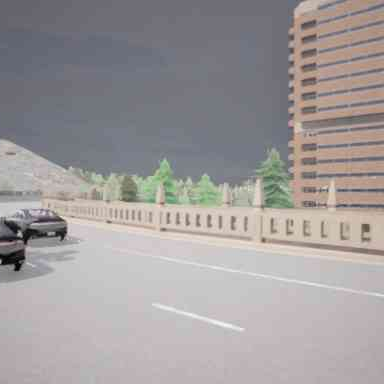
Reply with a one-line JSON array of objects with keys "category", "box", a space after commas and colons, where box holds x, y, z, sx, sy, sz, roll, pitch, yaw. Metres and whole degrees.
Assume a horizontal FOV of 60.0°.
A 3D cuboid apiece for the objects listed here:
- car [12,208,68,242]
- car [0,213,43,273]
[{"category": "car", "box": [-7.560, 1.524, 15.617, 2.128, 1.511, 4.902, 0, 0, -44]}, {"category": "car", "box": [-6.560, 1.508, 9.733, 4.902, 1.511, 2.128, 0, 0, 43]}]
